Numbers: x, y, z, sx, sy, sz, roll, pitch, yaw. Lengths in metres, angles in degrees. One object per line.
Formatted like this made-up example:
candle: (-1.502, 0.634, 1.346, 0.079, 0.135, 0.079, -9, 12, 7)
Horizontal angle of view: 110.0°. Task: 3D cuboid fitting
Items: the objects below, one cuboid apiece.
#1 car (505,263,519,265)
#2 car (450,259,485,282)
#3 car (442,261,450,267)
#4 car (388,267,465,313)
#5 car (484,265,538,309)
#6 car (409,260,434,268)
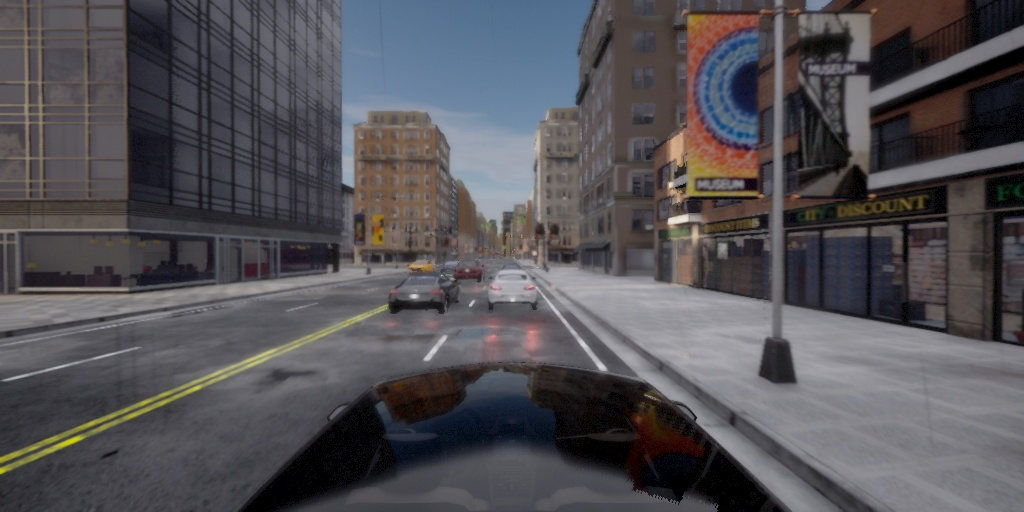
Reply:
car: (-0.033, 1.287, 29.197, 1.994, 1.385, 4.181, 0, 0, 0)
car: (-3.287, 1.078, 28.483, 2.097, 1.767, 4.553, 0, 0, 0)
car: (-6.726, 1.244, 40.095, 1.812, 1.442, 4.674, 0, 0, 0)
car: (-3.222, 1.303, 13.847, 1.994, 1.385, 4.181, 0, 0, 0)
car: (0.028, 1.263, 14.635, 1.812, 1.442, 4.674, 0, 0, 0)
car: (-9.976, 1.199, 39.616, 1.882, 1.535, 5.008, 0, 0, 0)
